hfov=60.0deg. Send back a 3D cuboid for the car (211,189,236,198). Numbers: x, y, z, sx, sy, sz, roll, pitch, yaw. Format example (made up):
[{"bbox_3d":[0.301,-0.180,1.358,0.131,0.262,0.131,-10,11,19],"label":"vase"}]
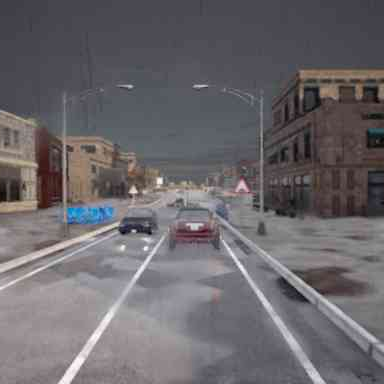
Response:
[{"bbox_3d":[8.029,0.754,82.034,5.366,1.575,1.946,0,2,-1],"label":"car"}]

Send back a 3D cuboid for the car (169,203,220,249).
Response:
[{"bbox_3d":[0.101,1.470,15.321,2.097,1.767,4.553,0,-1,0],"label":"car"}]

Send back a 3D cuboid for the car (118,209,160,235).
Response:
[{"bbox_3d":[-3.063,1.725,20.253,2.033,1.411,5.357,0,-1,0],"label":"car"}]

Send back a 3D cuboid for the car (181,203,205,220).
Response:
[{"bbox_3d":[0.104,1.755,31.360,2.033,1.411,5.357,0,-1,0],"label":"car"}]

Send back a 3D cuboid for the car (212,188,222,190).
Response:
[{"bbox_3d":[8.120,0.433,87.541,4.553,1.767,2.185,0,2,-1],"label":"car"}]

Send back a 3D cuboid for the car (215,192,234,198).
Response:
[{"bbox_3d":[8.187,0.696,84.793,4.674,1.452,2.002,0,2,-1],"label":"car"}]

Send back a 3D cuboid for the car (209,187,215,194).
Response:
[{"bbox_3d":[8.150,0.214,90.291,5.566,2.045,2.435,0,2,-1],"label":"car"}]
